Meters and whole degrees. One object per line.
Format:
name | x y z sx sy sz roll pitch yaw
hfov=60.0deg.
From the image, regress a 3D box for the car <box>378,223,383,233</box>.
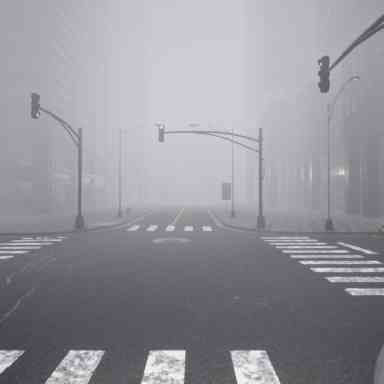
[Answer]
car | 11.756 1.564 16.241 4.829 1.417 1.752 0 -1 0
